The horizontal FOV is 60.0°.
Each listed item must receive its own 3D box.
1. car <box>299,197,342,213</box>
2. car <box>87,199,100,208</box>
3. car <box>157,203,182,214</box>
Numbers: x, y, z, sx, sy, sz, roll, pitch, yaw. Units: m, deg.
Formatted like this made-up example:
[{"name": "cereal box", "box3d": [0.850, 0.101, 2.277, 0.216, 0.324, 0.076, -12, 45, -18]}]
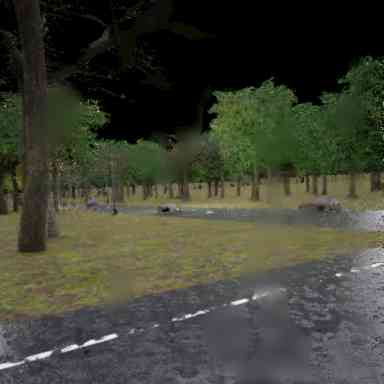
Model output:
[{"name": "car", "box3d": [14.311, 1.396, 37.470, 2.097, 1.767, 4.553, -4, 1, -36]}, {"name": "car", "box3d": [-25.841, 2.957, 86.793, 2.150, 2.045, 5.566, -4, 1, -31]}, {"name": "car", "box3d": [-3.428, 2.491, 50.213, 2.128, 1.511, 4.902, -4, 1, -36]}]
